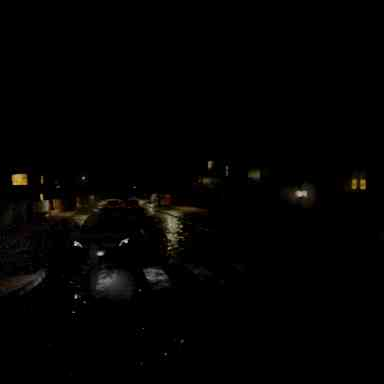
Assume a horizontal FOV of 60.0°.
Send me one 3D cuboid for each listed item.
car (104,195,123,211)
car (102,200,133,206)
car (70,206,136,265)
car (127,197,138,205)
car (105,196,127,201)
[{"bbox_3d":[-9.691,1.317,41.271,2.097,1.767,4.553,-2,0,-13],"label":"car"},{"bbox_3d":[-5.043,1.486,21.383,1.994,1.385,4.181,-2,0,-12],"label":"car"},{"bbox_3d":[-2.961,1.444,11.614,1.812,1.442,4.674,-2,0,-10],"label":"car"},{"bbox_3d":[-10.139,1.524,56.003,1.895,1.301,4.718,-2,0,-13],"label":"car"},{"bbox_3d":[-7.392,1.420,31.374,1.882,1.535,5.008,-2,0,-13],"label":"car"}]
